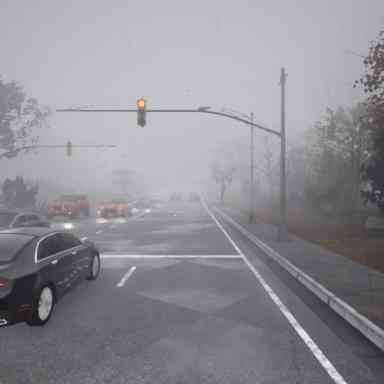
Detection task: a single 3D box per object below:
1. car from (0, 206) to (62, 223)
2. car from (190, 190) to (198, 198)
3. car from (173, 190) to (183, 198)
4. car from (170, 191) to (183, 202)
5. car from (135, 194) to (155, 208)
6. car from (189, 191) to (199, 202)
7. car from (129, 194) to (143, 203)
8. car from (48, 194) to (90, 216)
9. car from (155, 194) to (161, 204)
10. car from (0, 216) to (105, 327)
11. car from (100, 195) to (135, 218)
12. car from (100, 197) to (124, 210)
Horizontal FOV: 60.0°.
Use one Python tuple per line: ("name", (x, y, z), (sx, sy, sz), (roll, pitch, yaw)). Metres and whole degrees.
("car", (-7.058, 1.491, 12.515), (2.128, 1.511, 4.902), (0, 0, 0))
("car", (0.440, 0.455, 74.285), (1.882, 1.535, 5.008), (0, 3, 0))
("car", (-3.054, 0.445, 74.496), (1.882, 1.535, 5.008), (0, 3, 0))
("car", (-3.032, 0.887, 63.501), (2.097, 1.767, 4.553), (0, 3, 0))
("car", (-6.836, 1.351, 46.700), (2.097, 1.767, 4.553), (0, 0, 0))
("car", (0.462, 1.068, 62.680), (2.128, 1.511, 4.902), (0, 3, 0))
("car", (-10.211, 1.191, 60.983), (1.812, 1.442, 4.674), (0, 3, 1))
("car", (-10.465, 1.221, 28.584), (2.150, 2.045, 5.566), (0, 0, 0))
("car", (-6.727, 1.202, 59.720), (1.882, 1.535, 5.008), (0, 3, 1))
("car", (-3.377, 1.505, 7.034), (1.837, 1.490, 4.892), (0, 0, 0))
("car", (-6.944, 1.352, 30.617), (2.097, 1.767, 4.553), (0, 0, 0))
("car", (-10.362, 1.478, 43.249), (1.882, 1.535, 5.008), (0, 0, 0))
